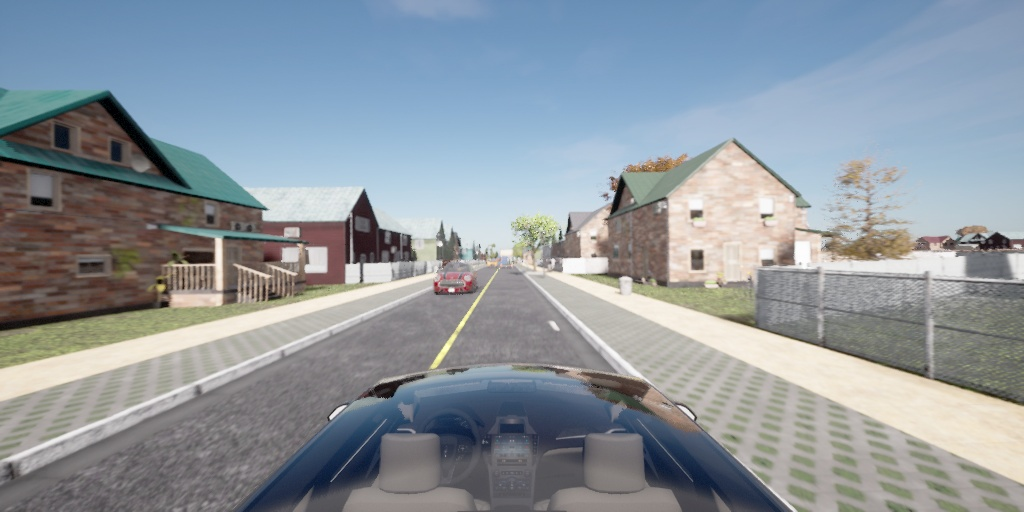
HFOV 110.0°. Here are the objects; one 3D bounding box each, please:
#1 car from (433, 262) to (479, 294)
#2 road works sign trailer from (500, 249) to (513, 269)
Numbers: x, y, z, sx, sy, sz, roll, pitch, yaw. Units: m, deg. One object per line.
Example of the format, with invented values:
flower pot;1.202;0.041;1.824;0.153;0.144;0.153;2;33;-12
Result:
car;-3.111;1.156;20.518;2.097;1.767;4.553;-1;0;-1
road works sign trailer;-0.963;0.460;65.176;2.380;3.560;2.880;0;0;-1
